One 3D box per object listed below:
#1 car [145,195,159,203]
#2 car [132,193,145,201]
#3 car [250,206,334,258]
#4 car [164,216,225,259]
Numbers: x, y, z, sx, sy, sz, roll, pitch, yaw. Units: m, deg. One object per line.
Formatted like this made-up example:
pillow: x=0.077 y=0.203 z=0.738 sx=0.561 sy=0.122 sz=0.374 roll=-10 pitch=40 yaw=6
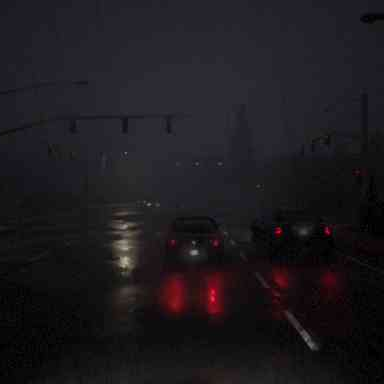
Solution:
car: x=-7.036 y=1.232 z=60.503 sx=1.882 sy=1.535 sz=5.008 roll=0 pitch=0 yaw=-6
car: x=-11.989 y=1.047 z=75.913 sx=2.097 sy=1.767 sz=4.553 roll=0 pitch=0 yaw=-28
car: x=3.581 y=1.300 z=12.753 sx=2.097 sy=1.767 sz=4.553 roll=0 pitch=0 yaw=0
car: x=0.080 y=1.550 z=12.343 sx=1.895 sy=1.301 sz=4.718 roll=0 pitch=0 yaw=0
